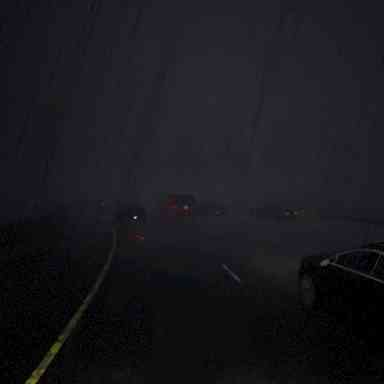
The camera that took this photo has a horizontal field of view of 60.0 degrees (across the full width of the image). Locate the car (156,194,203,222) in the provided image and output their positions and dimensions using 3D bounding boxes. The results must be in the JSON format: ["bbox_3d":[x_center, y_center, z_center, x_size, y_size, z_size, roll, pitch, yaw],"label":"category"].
[{"bbox_3d":[-1.263,1.193,26.001,2.150,2.045,5.566,0,0,-18],"label":"car"}]

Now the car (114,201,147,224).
[{"bbox_3d":[-4.641,1.480,24.978,1.837,1.490,4.892,0,0,-18],"label":"car"}]

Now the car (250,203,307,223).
[{"bbox_3d":[6.386,1.515,25.212,2.033,1.411,5.357,0,0,-17],"label":"car"}]

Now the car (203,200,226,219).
[{"bbox_3d":[1.250,1.458,29.174,2.128,1.511,4.902,0,0,-20],"label":"car"}]

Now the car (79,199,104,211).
[{"bbox_3d":[-12.452,1.509,41.191,2.033,1.411,5.357,0,0,-32],"label":"car"}]

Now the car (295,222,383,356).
[{"bbox_3d":[3.164,1.484,4.850,2.128,1.511,4.902,0,0,-3],"label":"car"}]
